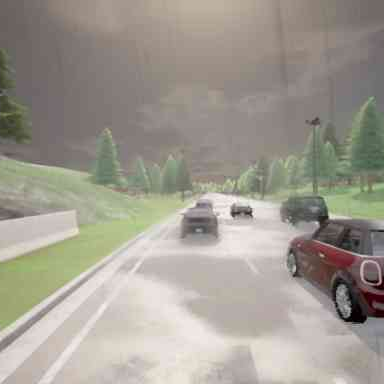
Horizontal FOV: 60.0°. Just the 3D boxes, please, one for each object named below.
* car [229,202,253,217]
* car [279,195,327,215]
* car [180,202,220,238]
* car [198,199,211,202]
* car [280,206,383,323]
[{"bbox_3d":[4.597,1.637,31.607,1.895,1.301,4.718,0,0,3],"label":"car"},{"bbox_3d":[7.668,1.250,23.195,2.150,2.045,5.566,0,0,3],"label":"car"},{"bbox_3d":[0.435,1.527,17.750,1.837,1.490,4.892,0,0,2],"label":"car"},{"bbox_3d":[1.368,1.520,36.628,1.882,1.535,5.008,0,0,3],"label":"car"},{"bbox_3d":[3.659,1.360,7.355,2.097,1.767,4.553,0,0,1],"label":"car"}]
